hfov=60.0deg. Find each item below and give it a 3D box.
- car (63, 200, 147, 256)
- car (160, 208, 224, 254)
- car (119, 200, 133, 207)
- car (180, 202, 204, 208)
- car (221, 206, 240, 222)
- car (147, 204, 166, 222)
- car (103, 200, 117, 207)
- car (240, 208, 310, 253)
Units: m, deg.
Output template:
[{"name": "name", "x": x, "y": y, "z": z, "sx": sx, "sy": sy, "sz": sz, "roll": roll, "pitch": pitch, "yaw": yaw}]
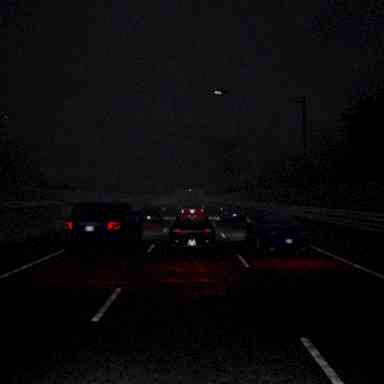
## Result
[{"name": "car", "x": -3.495, "y": 1.363, "z": 14.021, "sx": 2.150, "sy": 2.045, "sz": 5.566, "roll": 0, "pitch": 0, "yaw": 0}, {"name": "car", "x": 0.007, "y": 1.641, "z": 14.288, "sx": 2.128, "sy": 1.511, "sz": 4.902, "roll": 0, "pitch": -1, "yaw": 0}, {"name": "car", "x": -13.982, "y": 2.413, "z": 70.956, "sx": 2.033, "sy": 1.411, "sz": 5.357, "roll": 0, "pitch": -1, "yaw": 0}, {"name": "car", "x": 0.009, "y": 1.672, "z": 29.066, "sx": 2.097, "sy": 1.767, "sz": 4.553, "roll": 0, "pitch": -1, "yaw": 0}, {"name": "car", "x": 3.510, "y": 1.890, "z": 29.302, "sx": 1.994, "sy": 1.385, "sz": 4.181, "roll": 0, "pitch": -1, "yaw": 0}, {"name": "car", "x": -3.490, "y": 1.833, "z": 29.291, "sx": 1.837, "sy": 1.490, "sz": 4.892, "roll": 0, "pitch": 0, "yaw": 0}, {"name": "car", "x": -17.482, "y": 2.397, "z": 70.957, "sx": 1.812, "sy": 1.442, "sz": 4.674, "roll": 0, "pitch": -1, "yaw": 0}, {"name": "car", "x": 3.508, "y": 1.628, "z": 14.469, "sx": 1.882, "sy": 1.535, "sz": 5.008, "roll": 0, "pitch": 0, "yaw": 0}]
